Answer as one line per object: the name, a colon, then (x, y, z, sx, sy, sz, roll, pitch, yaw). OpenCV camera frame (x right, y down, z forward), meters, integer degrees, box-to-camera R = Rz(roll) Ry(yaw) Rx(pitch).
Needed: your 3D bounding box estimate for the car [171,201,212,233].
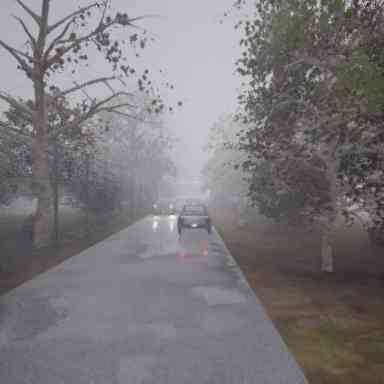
car: (0.132, 1.487, 19.485, 2.128, 1.511, 4.902, 0, 0, 0)

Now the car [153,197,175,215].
car: (-2.684, 1.343, 33.784, 2.097, 1.767, 4.553, 0, 0, 1)

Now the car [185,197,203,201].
car: (0.211, 1.344, 37.990, 2.097, 1.767, 4.553, 0, 0, 0)
